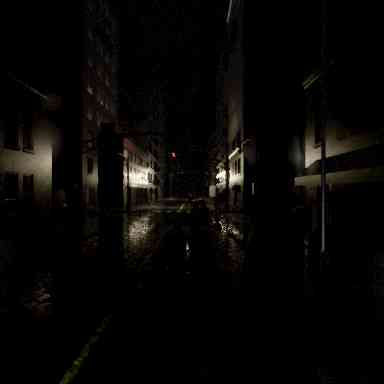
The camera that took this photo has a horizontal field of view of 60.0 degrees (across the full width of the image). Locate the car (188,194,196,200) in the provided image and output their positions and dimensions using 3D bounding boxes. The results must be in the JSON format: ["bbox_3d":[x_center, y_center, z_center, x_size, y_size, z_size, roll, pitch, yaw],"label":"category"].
[{"bbox_3d":[0.021,1.311,85.583,1.837,1.490,4.892,0,0,0],"label":"car"}]

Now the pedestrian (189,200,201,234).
[{"bbox_3d":[0.173,1.290,17.945,0.375,1.860,0.375,0,0,0],"label":"pedestrian"}]

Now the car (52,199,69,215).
[{"bbox_3d":[-14.593,1.415,33.276,4.097,1.590,1.967,0,0,1],"label":"car"}]

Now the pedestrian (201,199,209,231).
[{"bbox_3d":[0.636,1.290,19.146,0.375,1.860,0.375,0,0,0],"label":"pedestrian"}]

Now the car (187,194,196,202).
[{"bbox_3d":[0.020,1.463,75.580,1.812,1.442,4.674,0,0,0],"label":"car"}]

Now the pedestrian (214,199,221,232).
[{"bbox_3d":[1.431,1.290,18.544,0.375,1.860,0.375,0,0,0],"label":"pedestrian"}]

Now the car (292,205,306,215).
[{"bbox_3d":[12.431,1.506,32.988,4.829,1.417,1.752,0,0,1],"label":"car"}]
